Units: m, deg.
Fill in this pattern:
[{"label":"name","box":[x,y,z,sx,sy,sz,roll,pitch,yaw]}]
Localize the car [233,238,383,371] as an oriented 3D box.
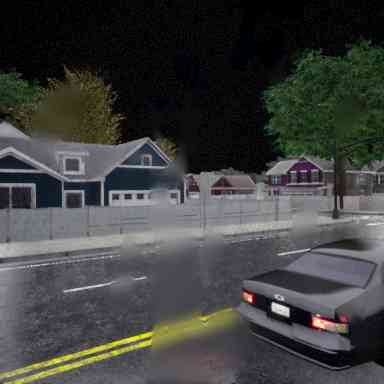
[{"label":"car","box":[3.158,1.539,5.719,5.357,1.411,2.033,0,0,-36]}]
